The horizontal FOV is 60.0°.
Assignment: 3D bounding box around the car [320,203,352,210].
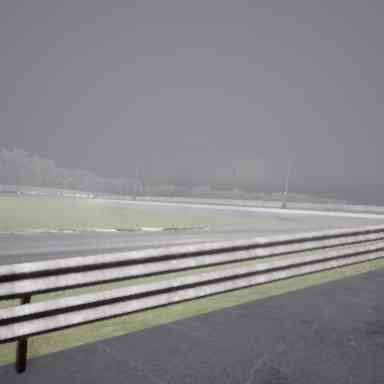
[{"bbox_3d":[24.279,2.694,56.253,5.008,1.535,1.882,2,-2,28],"label":"car"}]
